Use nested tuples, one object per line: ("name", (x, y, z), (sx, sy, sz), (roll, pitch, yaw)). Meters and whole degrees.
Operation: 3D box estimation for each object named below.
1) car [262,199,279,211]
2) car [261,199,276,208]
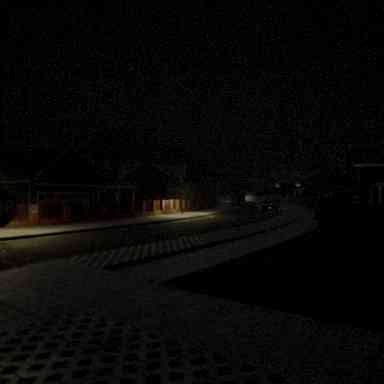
("car", (10.104, 1.668, 43.042), (1.837, 1.490, 4.892), (0, 0, 15))
("car", (12.223, 1.796, 53.219), (1.895, 1.301, 4.718), (0, 0, 8))
